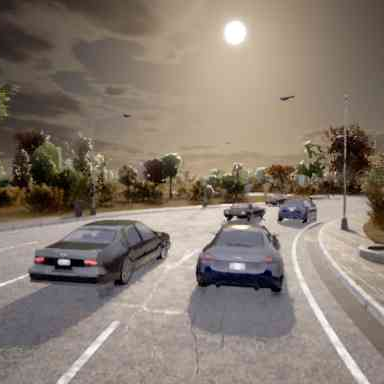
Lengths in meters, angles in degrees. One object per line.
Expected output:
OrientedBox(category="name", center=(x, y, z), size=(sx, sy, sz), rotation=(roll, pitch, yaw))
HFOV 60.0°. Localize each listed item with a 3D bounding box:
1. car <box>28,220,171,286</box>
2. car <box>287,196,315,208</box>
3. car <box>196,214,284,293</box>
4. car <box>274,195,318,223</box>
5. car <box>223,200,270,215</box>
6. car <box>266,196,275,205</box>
OrientedBox(category="car", center=(-2.128, 1.495, 9.363), size=(2.033, 1.411, 5.357), rotation=(0, 0, 12))
OrientedBox(category="car", center=(15.061, 1.383, 45.844), size=(1.812, 1.442, 4.674), rotation=(2, 1, 43))
OrientedBox(category="car", center=(1.399, 1.539, 9.002), size=(1.994, 1.385, 4.181), rotation=(0, 0, 13))
OrientedBox(category="car", center=(8.238, 1.322, 25.627), size=(2.097, 1.767, 4.553), rotation=(1, 1, 31))
OrientedBox(category="car", center=(4.197, 1.513, 25.758), size=(1.895, 1.301, 4.718), rotation=(1, 1, 29))
OrientedBox(category="car", center=(12.414, 1.266, 48.126), size=(1.882, 1.535, 5.008), rotation=(1, 1, 42))
